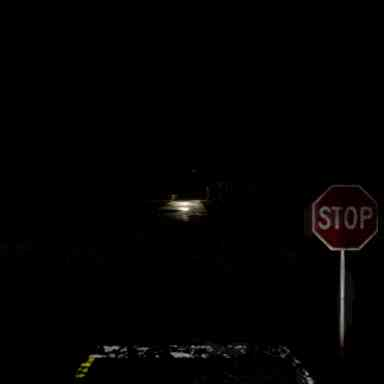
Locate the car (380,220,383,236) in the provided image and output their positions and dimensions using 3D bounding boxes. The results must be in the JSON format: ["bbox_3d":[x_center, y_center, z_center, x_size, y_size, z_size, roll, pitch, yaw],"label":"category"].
[{"bbox_3d":[10.938,1.555,15.173,4.181,1.385,1.994,0,1,-6],"label":"car"}]
